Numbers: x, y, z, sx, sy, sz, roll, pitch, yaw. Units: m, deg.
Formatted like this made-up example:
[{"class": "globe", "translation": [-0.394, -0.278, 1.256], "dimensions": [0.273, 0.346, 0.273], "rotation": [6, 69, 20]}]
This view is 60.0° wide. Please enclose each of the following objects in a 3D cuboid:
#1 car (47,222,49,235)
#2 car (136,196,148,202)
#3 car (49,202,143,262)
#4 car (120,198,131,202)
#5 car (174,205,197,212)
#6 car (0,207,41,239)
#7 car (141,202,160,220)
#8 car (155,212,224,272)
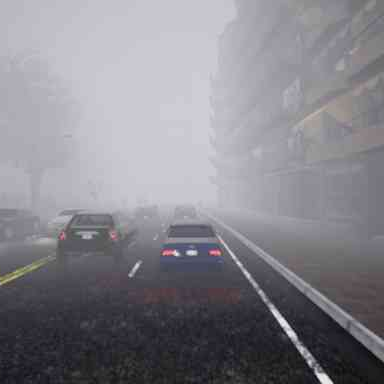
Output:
[{"class": "car", "translation": [-6.943, 1.663, 19.778], "dimensions": [1.812, 1.442, 4.674], "rotation": [0, -1, -2]}, {"class": "car", "translation": [-9.835, 1.760, 65.442], "dimensions": [2.150, 2.045, 5.566], "rotation": [0, 0, -6]}, {"class": "car", "translation": [-3.327, 1.439, 12.576], "dimensions": [2.097, 1.767, 4.553], "rotation": [0, 0, -1]}, {"class": "car", "translation": [-13.072, 2.013, 65.145], "dimensions": [1.837, 1.490, 4.892], "rotation": [0, 0, -6]}, {"class": "car", "translation": [-0.629, 1.803, 29.620], "dimensions": [1.895, 1.301, 4.718], "rotation": [0, 0, -3]}, {"class": "car", "translation": [-10.147, 1.607, 18.336], "dimensions": [1.882, 1.535, 5.008], "rotation": [0, -1, -2]}, {"class": "car", "translation": [-3.878, 1.804, 29.547], "dimensions": [1.895, 1.301, 4.718], "rotation": [0, 0, -3]}, {"class": "car", "translation": [-0.042, 1.624, 11.041], "dimensions": [2.033, 1.411, 5.357], "rotation": [0, 0, -1]}]
